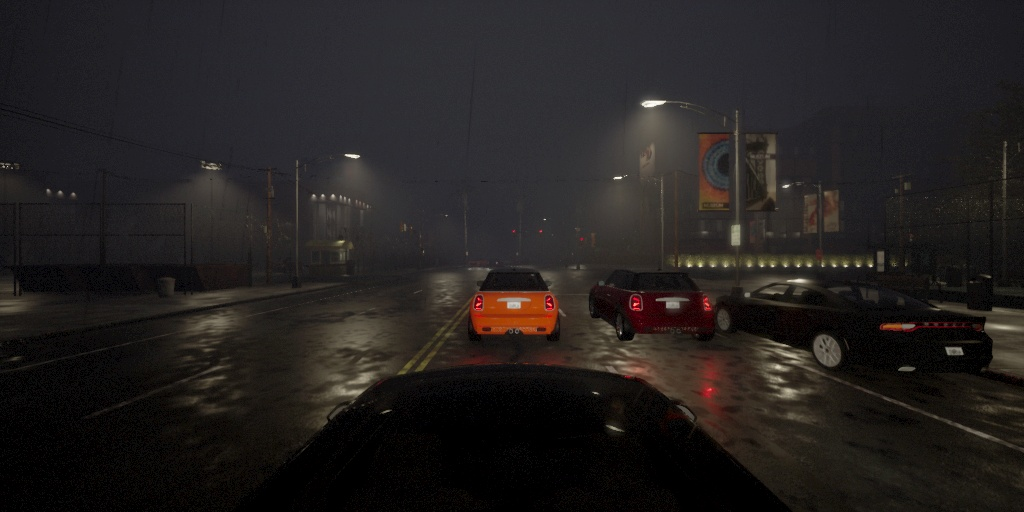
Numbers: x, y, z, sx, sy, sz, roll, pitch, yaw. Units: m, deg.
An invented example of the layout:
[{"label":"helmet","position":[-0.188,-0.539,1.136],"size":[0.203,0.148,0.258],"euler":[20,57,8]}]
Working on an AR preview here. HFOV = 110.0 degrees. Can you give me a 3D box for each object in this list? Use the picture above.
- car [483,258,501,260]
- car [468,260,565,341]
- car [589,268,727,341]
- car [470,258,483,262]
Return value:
[{"label":"car","position":[-2.790,1.102,59.129],"size":[2.097,1.767,4.553],"euler":[0,0,10]},{"label":"car","position":[0.061,1.102,10.011],"size":[2.097,1.767,4.553],"euler":[0,0,0]},{"label":"car","position":[3.561,1.102,10.028],"size":[2.097,1.767,4.553],"euler":[0,0,0]},{"label":"car","position":[-5.899,1.102,61.667],"size":[2.097,1.767,4.553],"euler":[0,0,14]}]
